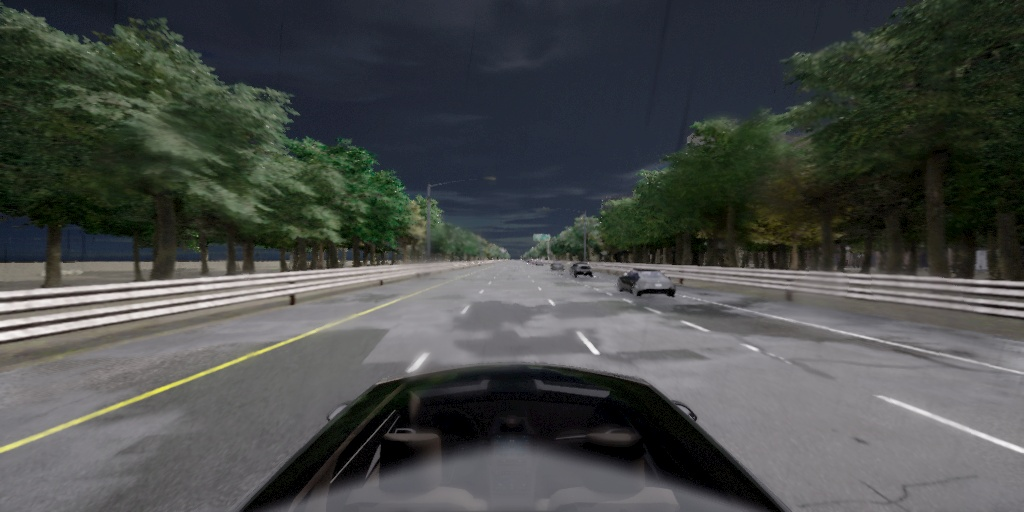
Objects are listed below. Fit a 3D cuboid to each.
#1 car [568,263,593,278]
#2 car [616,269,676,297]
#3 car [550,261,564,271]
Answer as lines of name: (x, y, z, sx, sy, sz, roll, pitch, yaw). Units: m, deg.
car: (7.045, 1.441, 37.176, 1.837, 1.490, 4.892, 0, 0, 0)
car: (7.005, 1.372, 19.137, 1.994, 1.385, 4.181, 0, 0, 0)
car: (7.131, 1.581, 57.195, 2.128, 1.511, 4.902, 0, 0, 0)
